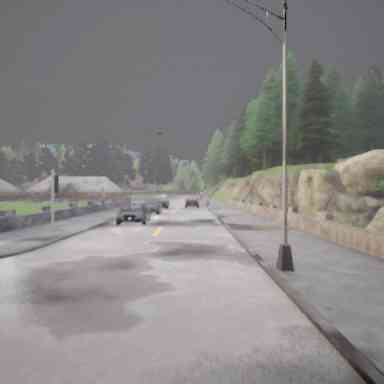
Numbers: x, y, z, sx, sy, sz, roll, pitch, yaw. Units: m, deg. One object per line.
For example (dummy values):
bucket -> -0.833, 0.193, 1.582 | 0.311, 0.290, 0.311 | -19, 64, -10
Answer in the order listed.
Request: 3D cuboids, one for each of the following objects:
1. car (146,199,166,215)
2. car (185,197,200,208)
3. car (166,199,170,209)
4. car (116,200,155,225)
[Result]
car -> -4.073, 1.469, 33.844 | 1.837, 1.490, 4.892 | 0, 0, 0
car -> 0.024, 1.428, 46.554 | 1.882, 1.535, 5.008 | 0, 0, 0
car -> -3.995, 1.554, 44.026 | 1.895, 1.301, 4.718 | 0, 0, 0
car -> -4.092, 1.539, 23.828 | 1.994, 1.385, 4.181 | 0, 0, 0
